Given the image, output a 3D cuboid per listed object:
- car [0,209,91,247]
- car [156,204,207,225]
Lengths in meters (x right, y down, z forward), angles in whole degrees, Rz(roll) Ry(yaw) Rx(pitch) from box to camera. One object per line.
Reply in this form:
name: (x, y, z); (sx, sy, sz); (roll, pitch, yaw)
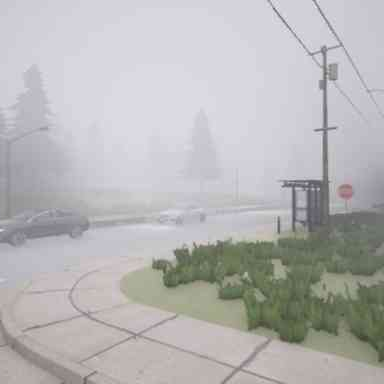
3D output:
car: (-7.201, 1.566, 15.786); (2.128, 1.511, 4.902); (0, 0, 36)
car: (-0.676, 1.601, 24.809); (1.812, 1.442, 4.674); (0, 0, 36)
